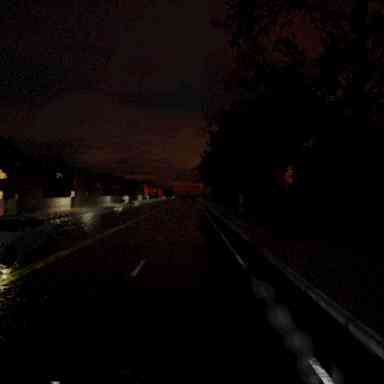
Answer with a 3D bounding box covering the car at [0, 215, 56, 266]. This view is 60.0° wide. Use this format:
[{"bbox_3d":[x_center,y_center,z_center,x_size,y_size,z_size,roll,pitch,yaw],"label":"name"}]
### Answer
[{"bbox_3d":[-6.531,1.592,12.008,1.812,1.442,4.674,0,0,1],"label":"car"}]
